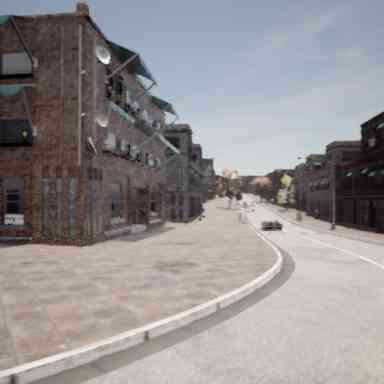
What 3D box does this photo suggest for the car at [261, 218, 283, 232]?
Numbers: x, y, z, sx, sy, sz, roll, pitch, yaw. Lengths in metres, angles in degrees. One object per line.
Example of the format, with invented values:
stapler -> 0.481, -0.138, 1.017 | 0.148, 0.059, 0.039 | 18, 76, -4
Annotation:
car -> 8.522, 3.482, 35.548 | 1.895, 1.301, 4.718 | 0, -3, 7

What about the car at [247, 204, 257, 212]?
car -> 13.693, 3.632, 76.053 | 2.097, 1.767, 4.553 | 0, 0, 7
